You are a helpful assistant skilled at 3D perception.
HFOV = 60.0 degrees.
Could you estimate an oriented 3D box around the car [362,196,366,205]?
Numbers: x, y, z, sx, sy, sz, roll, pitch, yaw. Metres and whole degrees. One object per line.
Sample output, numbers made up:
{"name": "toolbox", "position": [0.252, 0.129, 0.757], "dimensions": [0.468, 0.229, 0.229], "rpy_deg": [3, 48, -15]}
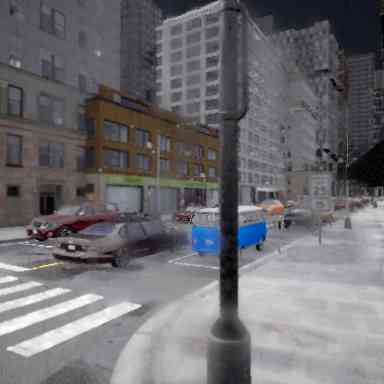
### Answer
{"name": "car", "position": [27.668, 1.817, 55.863], "dimensions": [1.802, 1.307, 4.206], "rpy_deg": [0, 0, 31]}

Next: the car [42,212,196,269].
{"name": "car", "position": [-2.204, 1.660, 11.811], "dimensions": [2.033, 1.411, 5.357], "rpy_deg": [0, 0, 31]}

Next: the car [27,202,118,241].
{"name": "car", "position": [-5.743, 1.467, 17.070], "dimensions": [2.192, 1.841, 5.009], "rpy_deg": [0, 0, 31]}

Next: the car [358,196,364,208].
{"name": "car", "position": [24.766, 1.767, 51.062], "dimensions": [1.887, 1.381, 4.507], "rpy_deg": [0, 0, 31]}

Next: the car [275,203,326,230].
{"name": "car", "position": [7.354, 1.689, 22.260], "dimensions": [2.008, 1.369, 4.403], "rpy_deg": [0, 0, 31]}

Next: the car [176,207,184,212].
{"name": "car", "position": [0.059, 1.727, 26.671], "dimensions": [1.887, 1.381, 4.507], "rpy_deg": [1, 0, 31]}

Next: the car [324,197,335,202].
{"name": "car", "position": [34.882, 1.884, 84.275], "dimensions": [2.008, 1.369, 4.403], "rpy_deg": [1, 0, 31]}

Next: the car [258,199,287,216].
{"name": "car", "position": [7.955, 1.549, 34.577], "dimensions": [2.097, 1.767, 4.553], "rpy_deg": [0, 0, 31]}

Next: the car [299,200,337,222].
{"name": "car", "position": [10.344, 1.679, 27.206], "dimensions": [1.752, 1.417, 4.829], "rpy_deg": [0, 0, 31]}

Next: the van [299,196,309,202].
{"name": "van", "position": [20.374, 1.620, 60.274], "dimensions": [1.690, 1.788, 3.998], "rpy_deg": [1, 0, 31]}

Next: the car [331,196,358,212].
{"name": "car", "position": [18.964, 1.510, 41.461], "dimensions": [2.192, 1.841, 5.009], "rpy_deg": [0, 0, 31]}

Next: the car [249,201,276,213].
{"name": "car", "position": [8.764, 1.791, 41.072], "dimensions": [1.947, 1.339, 4.313], "rpy_deg": [1, 0, 31]}

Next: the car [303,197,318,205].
{"name": "car", "position": [23.276, 1.731, 65.074], "dimensions": [1.967, 1.590, 4.097], "rpy_deg": [1, 0, 31]}

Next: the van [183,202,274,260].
{"name": "van", "position": [1.552, 1.449, 12.660], "dimensions": [1.690, 1.788, 3.998], "rpy_deg": [0, 0, 31]}

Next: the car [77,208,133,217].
{"name": "car", "position": [-3.138, 1.704, 16.255], "dimensions": [1.994, 1.385, 4.181], "rpy_deg": [0, 0, 31]}

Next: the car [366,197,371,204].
{"name": "car", "position": [33.472, 1.824, 65.463], "dimensions": [1.947, 1.339, 4.313], "rpy_deg": [1, 0, 31]}

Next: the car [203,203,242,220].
{"name": "car", "position": [2.961, 1.763, 31.472], "dimensions": [1.947, 1.339, 4.313], "rpy_deg": [1, 0, 31]}

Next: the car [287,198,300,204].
{"name": "car", "position": [14.568, 1.835, 50.672], "dimensions": [1.802, 1.307, 4.206], "rpy_deg": [1, 0, 31]}
